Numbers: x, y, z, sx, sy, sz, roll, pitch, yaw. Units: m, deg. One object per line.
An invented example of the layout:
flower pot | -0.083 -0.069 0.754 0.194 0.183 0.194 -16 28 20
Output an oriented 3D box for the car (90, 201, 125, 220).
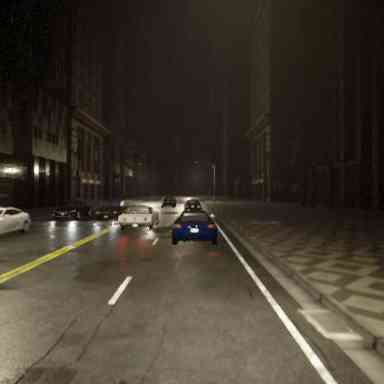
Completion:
car | -6.486 1.463 27.688 2.033 1.411 5.357 0 0 0

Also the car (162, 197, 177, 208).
car | -3.129 1.408 46.076 2.033 1.411 5.357 0 0 0

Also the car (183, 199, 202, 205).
car | 0.083 1.443 34.163 2.033 1.411 5.357 0 0 1

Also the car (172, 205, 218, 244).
car | 0.107 1.517 15.463 1.994 1.385 4.181 0 0 0

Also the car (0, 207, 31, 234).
car | -9.778 1.476 16.566 1.812 1.442 4.674 0 0 0

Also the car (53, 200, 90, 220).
car | -9.739 1.434 27.461 1.837 1.490 4.892 0 0 0

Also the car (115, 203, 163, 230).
car | -3.139 1.538 20.571 1.895 1.301 4.718 0 0 0
